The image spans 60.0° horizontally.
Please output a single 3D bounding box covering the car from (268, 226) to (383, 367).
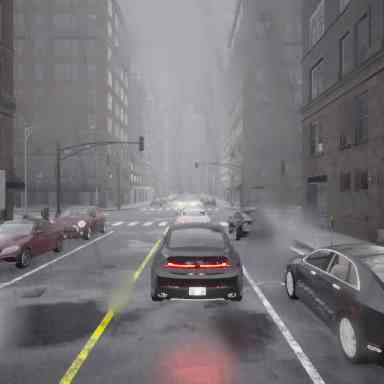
[{"bbox_3d":[2.855,1.550,5.627,2.008,1.369,4.403,0,0,0],"label":"car"}]

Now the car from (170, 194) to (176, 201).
[{"bbox_3d":[-5.588,1.625,80.605,1.752,1.417,4.829,0,0,0],"label":"car"}]

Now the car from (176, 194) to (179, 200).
[{"bbox_3d":[-5.570,1.456,91.593,2.192,1.841,5.009,0,0,0],"label":"car"}]

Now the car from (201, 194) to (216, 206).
[{"bbox_3d":[2.888,1.475,53.720,1.967,1.590,4.097,0,0,0],"label":"car"}]

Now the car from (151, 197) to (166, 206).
[{"bbox_3d":[-5.636,1.617,53.733,1.802,1.307,4.206,0,0,0],"label":"car"}]

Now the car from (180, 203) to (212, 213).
[{"bbox_3d":[0.082,1.526,17.442,1.812,1.442,4.674,0,0,-1],"label":"car"}]

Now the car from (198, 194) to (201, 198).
[{"bbox_3d":[2.927,1.523,75.356,1.967,1.590,4.097,0,0,0],"label":"car"}]

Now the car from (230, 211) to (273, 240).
[{"bbox_3d":[2.855,1.566,16.630,1.947,1.339,4.313,0,0,0],"label":"car"}]

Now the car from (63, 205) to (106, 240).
[{"bbox_3d":[-5.670,1.440,16.630,1.967,1.590,4.097,0,0,0],"label":"car"}]

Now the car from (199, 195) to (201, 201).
[{"bbox_3d":[2.908,1.606,64.538,2.008,1.369,4.403,0,0,0],"label":"car"}]

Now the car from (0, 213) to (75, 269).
[{"bbox_3d":[-5.670,1.582,11.128,1.802,1.307,4.206,0,0,0],"label":"car"}]

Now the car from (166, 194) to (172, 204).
[{"bbox_3d":[-5.617,1.606,64.550,2.008,1.369,4.403,0,0,0],"label":"car"}]

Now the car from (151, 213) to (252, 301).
[{"bbox_3d":[0.098,1.505,8.294,1.837,1.490,4.892,0,0,0],"label":"car"}]
